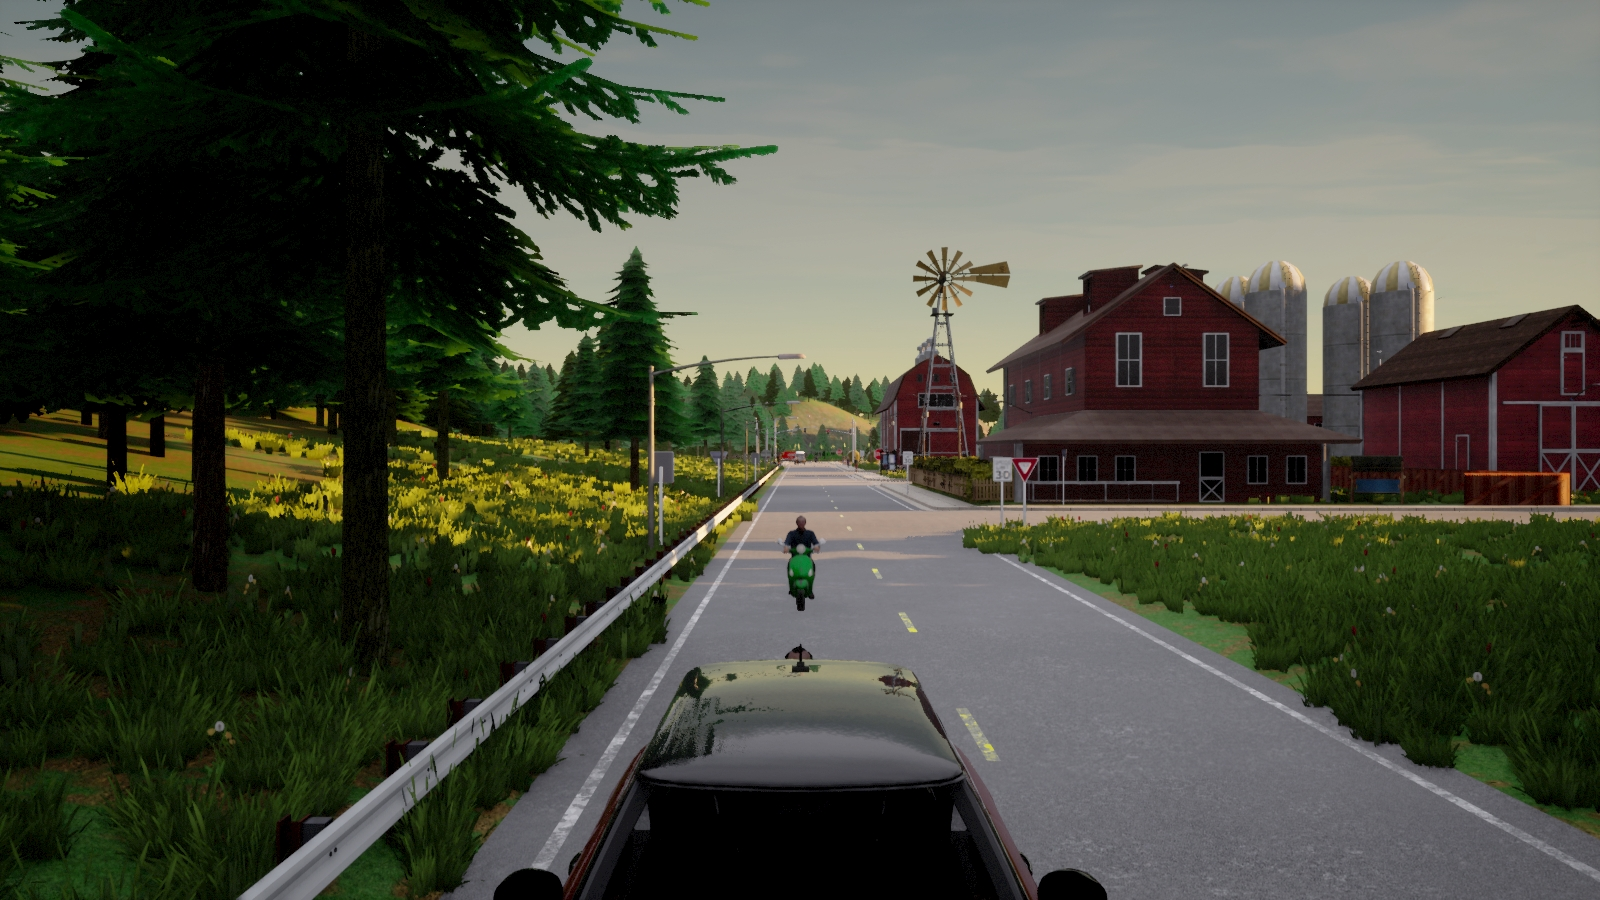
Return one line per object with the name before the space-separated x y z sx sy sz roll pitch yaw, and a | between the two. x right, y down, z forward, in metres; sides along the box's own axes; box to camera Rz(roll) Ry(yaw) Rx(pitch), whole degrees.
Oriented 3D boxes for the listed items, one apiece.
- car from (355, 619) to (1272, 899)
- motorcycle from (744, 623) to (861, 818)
car | 0.032 1.899 4.503 2.097 1.767 4.553 0 0 0
motorcycle | 0.014 2.230 9.842 0.867 1.251 2.209 -1 -3 0
